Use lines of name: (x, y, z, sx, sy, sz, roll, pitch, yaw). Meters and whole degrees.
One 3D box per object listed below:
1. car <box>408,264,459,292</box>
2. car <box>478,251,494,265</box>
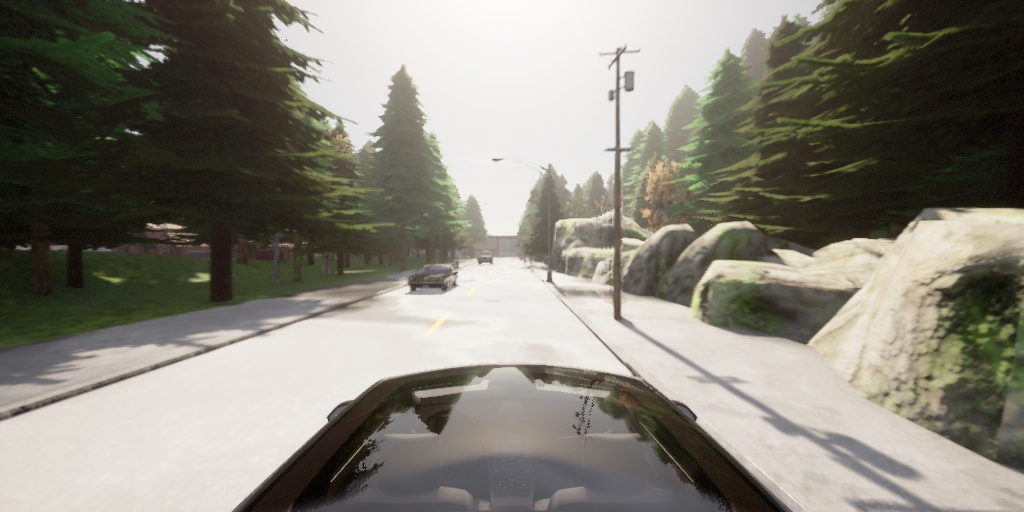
car: (-4.083, 1.129, 19.253, 1.895, 1.301, 4.718, 0, 1, 0)
car: (-4.009, 0.267, 55.032, 2.150, 2.045, 5.566, 0, 1, -1)
